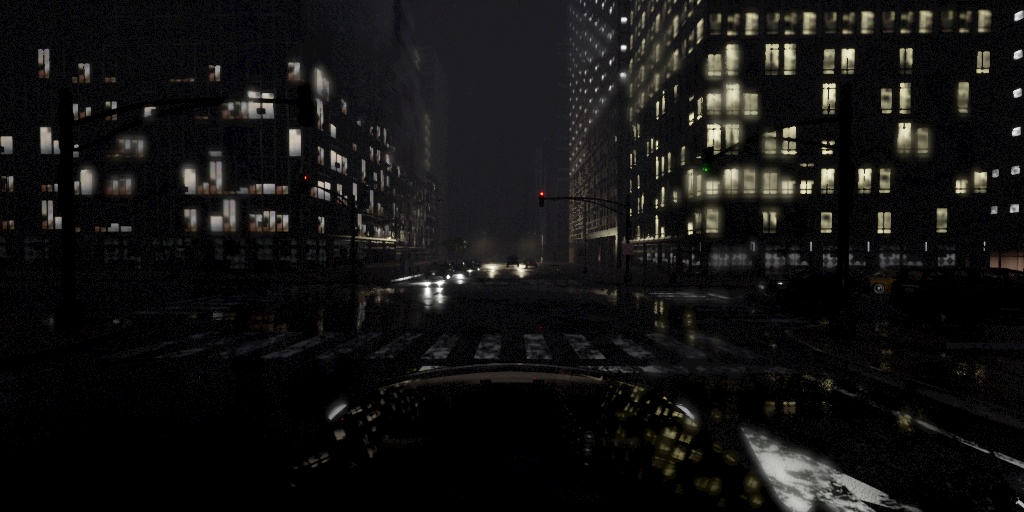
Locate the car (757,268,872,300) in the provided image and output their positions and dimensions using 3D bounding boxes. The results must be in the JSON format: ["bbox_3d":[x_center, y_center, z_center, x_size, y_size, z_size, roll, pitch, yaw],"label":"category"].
[{"bbox_3d":[15.281,1.357,18.275,4.902,1.511,2.128,1,1,2],"label":"car"}]

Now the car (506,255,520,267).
[{"bbox_3d":[0.150,0.925,62.880,2.150,2.045,5.566,0,0,0],"label":"car"}]

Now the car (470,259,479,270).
[{"bbox_3d":[-6.471,1.262,52.694,2.033,1.411,5.357,0,0,0],"label":"car"}]

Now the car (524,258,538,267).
[{"bbox_3d":[3.402,1.229,63.259,1.812,1.442,4.674,0,0,0],"label":"car"}]

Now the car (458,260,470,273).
[{"bbox_3d":[-6.504,1.326,42.357,1.895,1.301,4.718,0,0,0],"label":"car"}]

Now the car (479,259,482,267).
[{"bbox_3d":[-6.401,1.181,62.762,1.882,1.535,5.008,0,0,1],"label":"car"}]

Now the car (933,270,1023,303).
[{"bbox_3d":[25.105,1.500,18.050,5.357,1.411,2.033,0,1,1],"label":"car"}]

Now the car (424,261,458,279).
[{"bbox_3d":[-6.529,1.225,32.352,2.128,1.511,4.902,0,0,0],"label":"car"}]

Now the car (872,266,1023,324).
[{"bbox_3d":[16.216,1.281,12.444,5.009,1.841,2.192,0,0,1],"label":"car"}]
